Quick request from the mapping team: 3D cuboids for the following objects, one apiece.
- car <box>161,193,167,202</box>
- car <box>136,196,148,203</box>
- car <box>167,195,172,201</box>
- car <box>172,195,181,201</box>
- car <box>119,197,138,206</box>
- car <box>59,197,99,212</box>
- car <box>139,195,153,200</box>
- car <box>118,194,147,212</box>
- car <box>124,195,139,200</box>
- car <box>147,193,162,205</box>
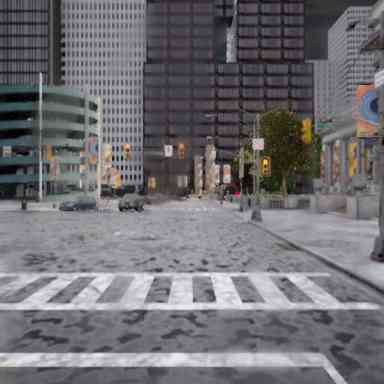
[{"bbox_3d":[-7.506,1.218,74.595,2.150,2.045,5.566,0,0,-10],"label":"car"},{"bbox_3d":[-10.563,1.533,70.729,2.033,1.411,5.357,0,0,-3],"label":"car"},{"bbox_3d":[-7.448,1.586,85.862,1.895,1.301,4.718,0,0,-25],"label":"car"},{"bbox_3d":[-4.710,1.491,88.175,1.837,1.490,4.892,0,0,-29],"label":"car"},{"bbox_3d":[-10.526,1.542,55.499,2.033,1.411,5.357,0,0,0],"label":"car"},{"bbox_3d":[-12.820,1.348,37.903,2.097,1.767,4.553,0,0,28],"label":"car"},{"bbox_3d":[-13.009,1.493,94.550,1.994,1.385,4.181,0,0,-43],"label":"car"},{"bbox_3d":[-7.049,1.216,38.912,2.150,2.045,5.566,0,0,0],"label":"car"},{"bbox_3d":[-15.637,1.417,86.269,2.033,1.411,5.357,0,0,-32],"label":"car"},{"bbox_3d":[-7.024,1.471,60.626,1.882,1.535,5.008,0,0,0],"label":"car"}]
